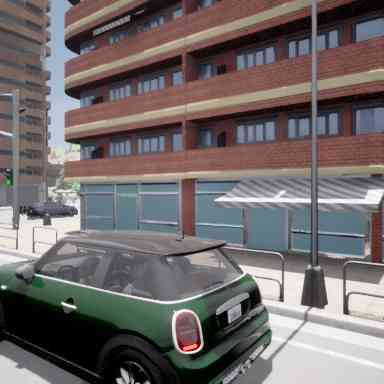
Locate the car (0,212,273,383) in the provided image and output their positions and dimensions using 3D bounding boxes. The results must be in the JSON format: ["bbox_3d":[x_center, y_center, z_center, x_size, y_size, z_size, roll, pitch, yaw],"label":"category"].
[{"bbox_3d":[-1.261,1.352,4.892,4.553,1.767,2.097,0,0,36],"label":"car"}]

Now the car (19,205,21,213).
[{"bbox_3d":[-16.269,1.601,35.696,1.895,1.301,4.718,0,0,36],"label":"car"}]

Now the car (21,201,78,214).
[{"bbox_3d":[-12.143,1.564,29.140,1.994,1.385,4.181,0,0,36],"label":"car"}]
